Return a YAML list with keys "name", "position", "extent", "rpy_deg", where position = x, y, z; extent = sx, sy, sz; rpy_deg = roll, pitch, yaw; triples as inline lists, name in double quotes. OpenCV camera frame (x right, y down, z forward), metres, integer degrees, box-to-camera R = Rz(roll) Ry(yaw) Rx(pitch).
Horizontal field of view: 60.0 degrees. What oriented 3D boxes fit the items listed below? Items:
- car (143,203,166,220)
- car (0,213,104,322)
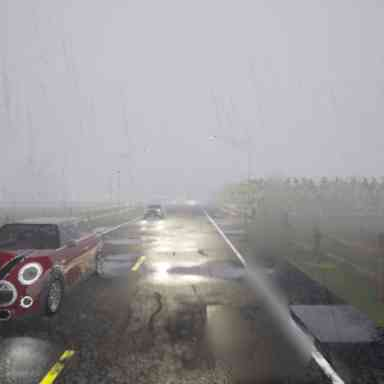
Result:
- name: "car"
  position: [-3.506, 1.868, 31.950]
  extent: [1.837, 1.490, 4.892]
  rpy_deg: [0, -1, 0]
- name: "car"
  position: [-3.587, 1.427, 7.646]
  extent: [2.097, 1.767, 4.553]
  rpy_deg: [0, -1, 0]
